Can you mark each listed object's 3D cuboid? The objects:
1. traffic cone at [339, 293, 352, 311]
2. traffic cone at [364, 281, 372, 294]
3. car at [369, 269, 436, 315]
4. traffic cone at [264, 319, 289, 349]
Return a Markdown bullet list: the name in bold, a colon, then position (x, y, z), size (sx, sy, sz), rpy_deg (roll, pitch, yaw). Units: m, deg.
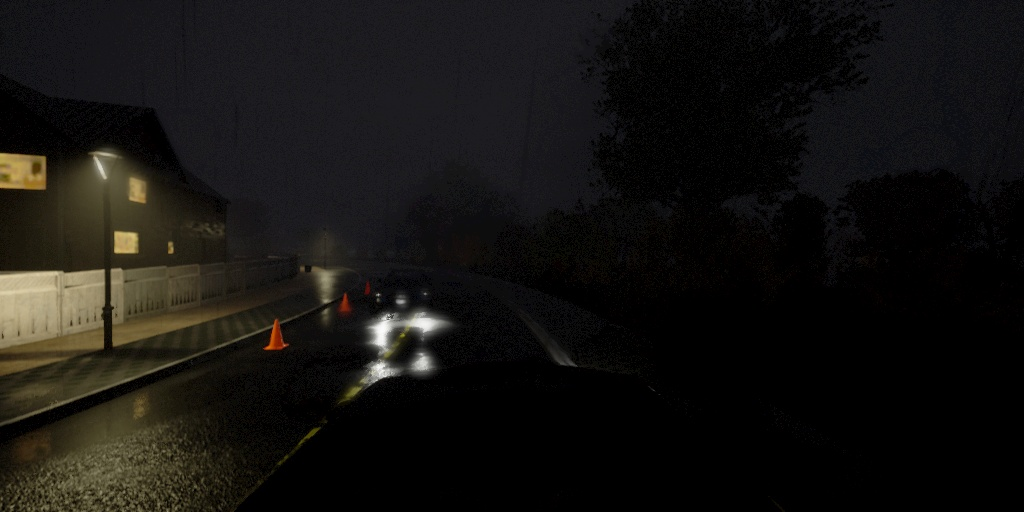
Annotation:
- **traffic cone**: position (-5.739, 1.579, 12.366), size (0.340, 0.580, 0.340), rpy_deg (0, 0, -11)
- **traffic cone**: position (-6.845, 1.501, 17.045), size (0.340, 0.580, 0.340), rpy_deg (0, 0, -16)
- **car**: position (-3.777, 1.184, 12.887), size (1.994, 1.385, 4.181), rpy_deg (0, 1, -12)
- **traffic cone**: position (-4.997, 1.644, 7.617), size (0.340, 0.580, 0.340), rpy_deg (0, 0, -7)
